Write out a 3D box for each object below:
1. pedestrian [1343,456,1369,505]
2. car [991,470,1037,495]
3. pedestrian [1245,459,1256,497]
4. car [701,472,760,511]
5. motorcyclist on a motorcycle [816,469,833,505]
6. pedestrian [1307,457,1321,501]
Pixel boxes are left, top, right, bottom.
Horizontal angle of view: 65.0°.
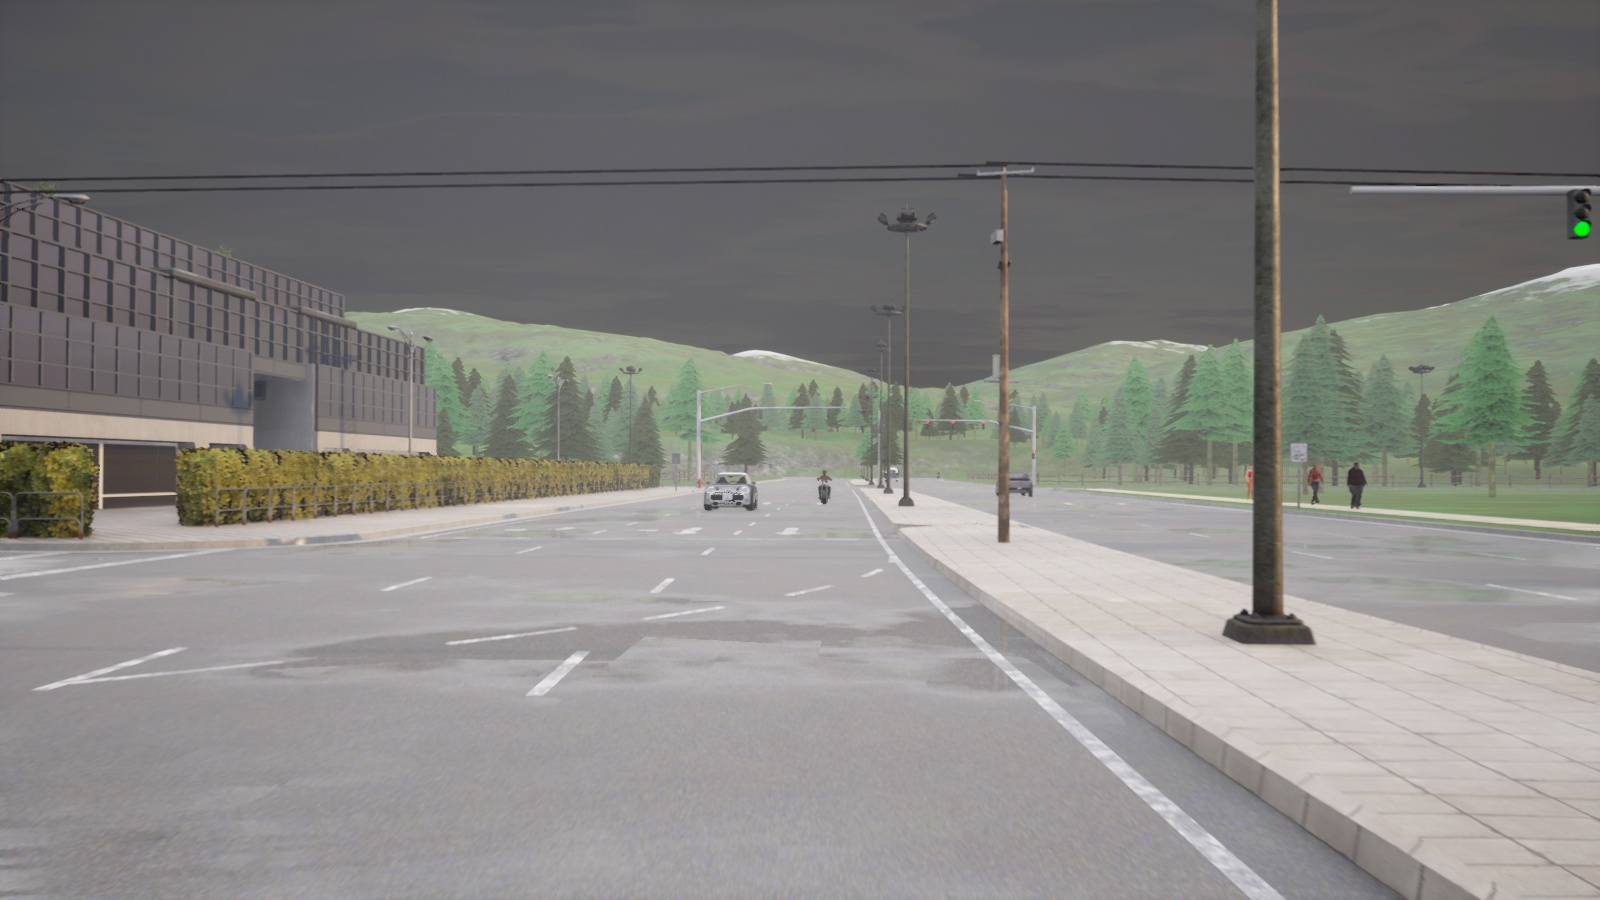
[{"bbox_3d":[21.105,1.149,47.704,0.634,1.844,0.899,0,-1,6],"label":"pedestrian"},{"bbox_3d":[13.314,2.001,78.358,2.128,1.511,4.902,0,-1,2],"label":"car"},{"bbox_3d":[21.720,1.357,60.522,0.345,1.836,0.594,0,-1,3],"label":"pedestrian"},{"bbox_3d":[-2.689,1.600,49.338,1.970,1.475,3.806,0,-1,2],"label":"car"},{"bbox_3d":[1.148,1.725,58.843,0.766,1.649,2.350,0,-1,2],"label":"motorcyclist on a motorcycle"},{"bbox_3d":[21.779,1.237,53.226,0.331,1.846,0.636,0,-1,4],"label":"pedestrian"}]
